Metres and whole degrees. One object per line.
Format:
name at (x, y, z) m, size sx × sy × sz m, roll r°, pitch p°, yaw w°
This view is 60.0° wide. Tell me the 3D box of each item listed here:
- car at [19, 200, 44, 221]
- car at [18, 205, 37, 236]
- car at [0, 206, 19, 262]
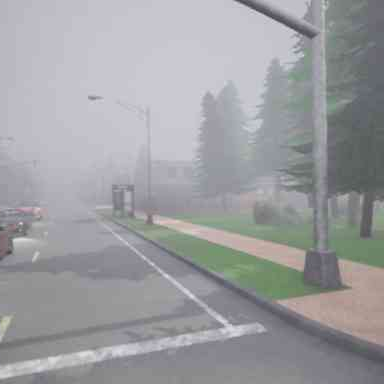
car at (-13.799, 1.503, 28.212) m, size 2.097 × 1.767 × 4.553 m, roll -1°, pitch 0°, yaw -21°
car at (-10.191, 1.682, 18.762) m, size 1.994 × 1.385 × 4.181 m, roll -1°, pitch 0°, yaw -20°
car at (-6.998, 1.440, 10.395) m, size 2.097 × 1.767 × 4.553 m, roll -1°, pitch 0°, yaw -21°
